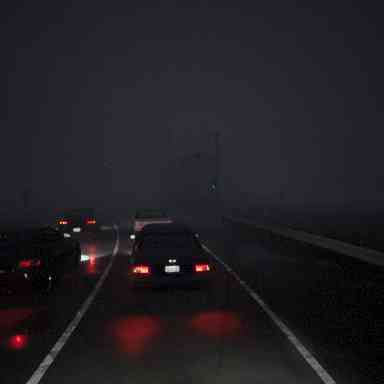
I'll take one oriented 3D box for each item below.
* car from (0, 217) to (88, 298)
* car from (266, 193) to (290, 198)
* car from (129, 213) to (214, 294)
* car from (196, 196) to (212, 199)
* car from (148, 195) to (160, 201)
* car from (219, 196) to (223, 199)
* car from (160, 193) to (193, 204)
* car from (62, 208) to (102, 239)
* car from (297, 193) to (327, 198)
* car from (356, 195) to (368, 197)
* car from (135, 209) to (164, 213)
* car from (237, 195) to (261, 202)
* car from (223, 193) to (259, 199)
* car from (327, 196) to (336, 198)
[{"bbox_3d":[-4.210,1.564,8.532,1.994,1.385,4.181,0,0,-6],"label":"car"},{"bbox_3d":[18.707,1.225,72.611,5.566,2.045,2.150,0,0,-20],"label":"car"},{"bbox_3d":[-0.695,1.547,8.975,2.033,1.411,5.357,0,0,-7],"label":"car"},{"bbox_3d":[2.253,1.552,70.401,4.181,1.385,1.994,0,0,-20],"label":"car"},{"bbox_3d":[-6.925,1.352,67.156,4.553,1.767,2.097,0,0,-20],"label":"car"},{"bbox_3d":[7.740,1.223,68.666,5.566,2.045,2.150,0,0,-20],"label":"car"},{"bbox_3d":[-2.686,1.352,57.563,4.553,1.767,2.097,0,0,-20],"label":"car"},{"bbox_3d":[-5.689,1.526,17.142,1.812,1.442,4.674,0,0,-13],"label":"car"},{"bbox_3d":[23.709,1.225,67.013,5.566,2.045,2.150,0,0,-20],"label":"car"},{"bbox_3d":[37.595,1.478,74.093,5.008,1.535,1.882,0,0,-30],"label":"car"},{"bbox_3d":[-2.375,1.601,18.476,1.895,1.301,4.718,0,0,-12],"label":"car"},{"bbox_3d":[12.726,1.525,74.175,4.902,1.511,2.128,0,0,-20],"label":"car"},{"bbox_3d":[9.325,1.215,61.874,5.566,2.045,2.150,-1,0,-20],"label":"car"},{"bbox_3d":[31.726,1.540,78.662,5.357,1.411,2.033,0,0,-30],"label":"car"}]
